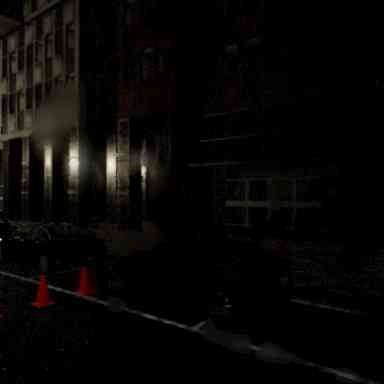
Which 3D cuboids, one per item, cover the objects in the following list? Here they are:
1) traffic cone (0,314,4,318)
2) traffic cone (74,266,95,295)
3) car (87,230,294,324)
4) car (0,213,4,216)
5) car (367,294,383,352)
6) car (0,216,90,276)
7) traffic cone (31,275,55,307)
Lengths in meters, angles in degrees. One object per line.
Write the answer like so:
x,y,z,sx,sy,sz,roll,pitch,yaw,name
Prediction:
-3.648,1.990,6.026,0.340,0.580,0.340,0,-1,36,traffic cone
-2.467,2.007,7.640,0.340,0.580,0.340,0,-1,36,traffic cone
-0.036,1.622,7.154,4.313,1.339,1.947,0,-1,36,car
-9.079,1.515,13.771,4.097,1.590,1.967,0,-1,36,car
4.485,1.614,3.847,4.313,1.339,1.947,0,-1,36,car
-4.557,1.616,10.462,4.403,1.369,2.008,0,-1,36,car
-3.057,1.998,6.832,0.340,0.580,0.340,0,-1,36,traffic cone
